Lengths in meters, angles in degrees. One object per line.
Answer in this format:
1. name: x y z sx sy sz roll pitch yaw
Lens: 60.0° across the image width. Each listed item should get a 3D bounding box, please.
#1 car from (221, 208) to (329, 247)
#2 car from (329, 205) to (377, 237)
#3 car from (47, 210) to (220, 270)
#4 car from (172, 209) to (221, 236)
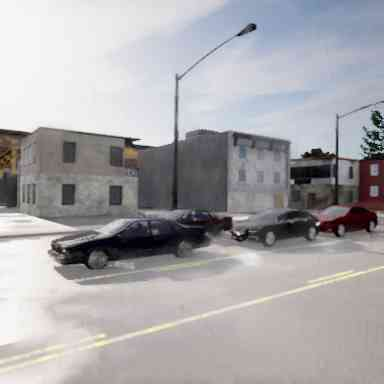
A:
1. car: 3.909 1.513 15.259 4.892 1.490 1.837 0 0 -36
2. car: 8.293 1.489 18.389 5.008 1.535 1.882 0 0 -36
3. car: -1.860 1.551 11.204 5.357 1.411 2.033 0 0 -35
4. car: -0.269 1.554 16.580 5.357 1.411 2.033 0 0 -35
